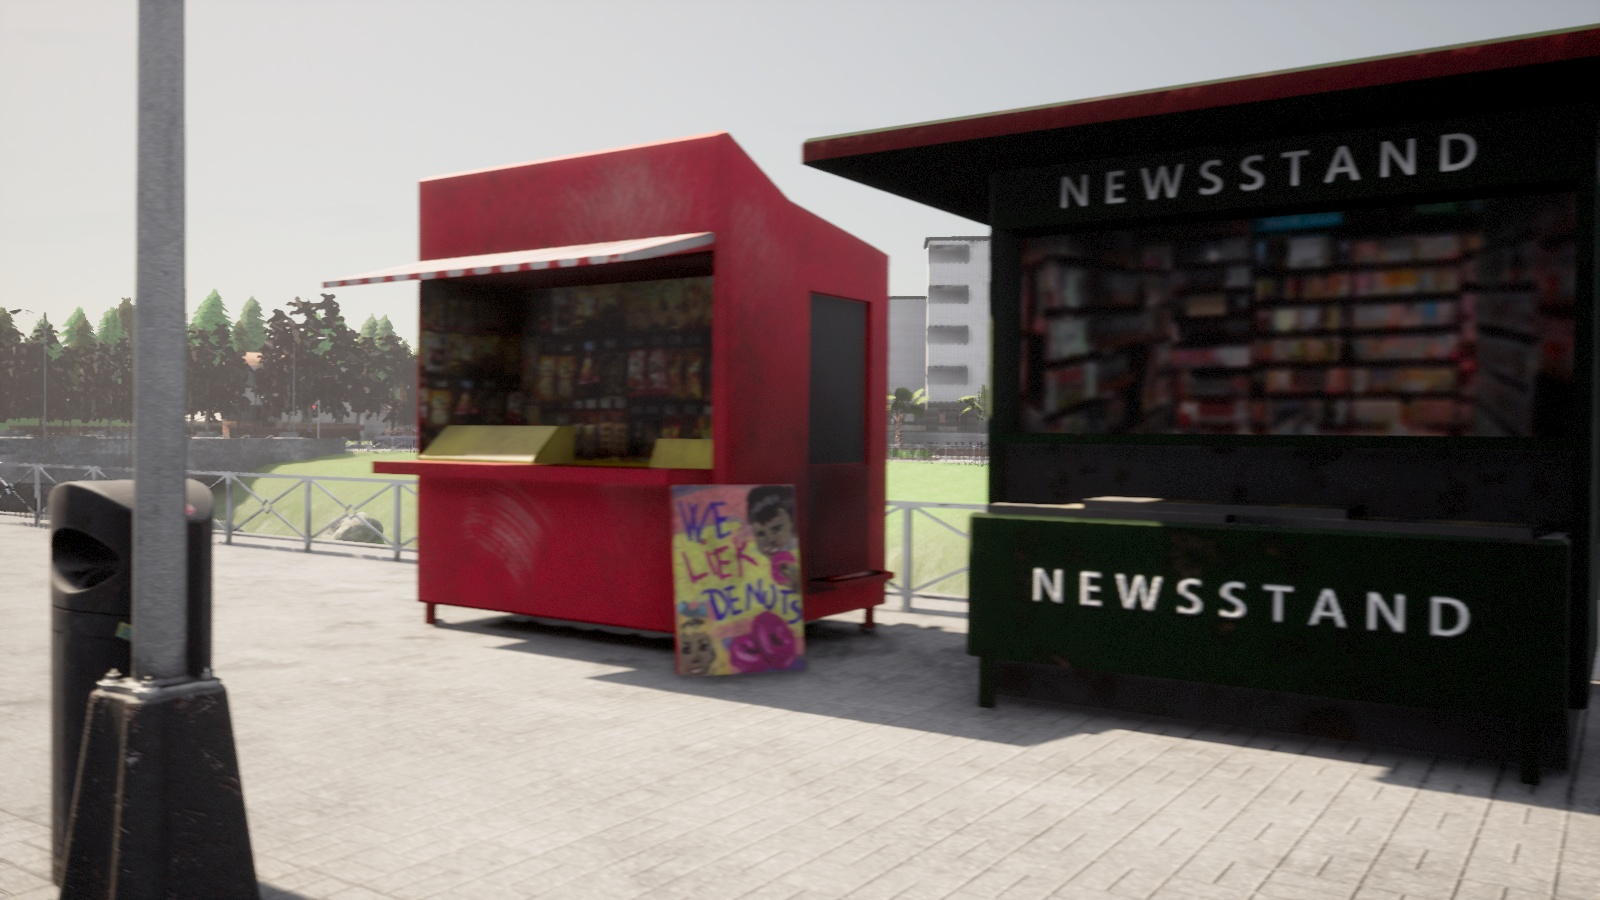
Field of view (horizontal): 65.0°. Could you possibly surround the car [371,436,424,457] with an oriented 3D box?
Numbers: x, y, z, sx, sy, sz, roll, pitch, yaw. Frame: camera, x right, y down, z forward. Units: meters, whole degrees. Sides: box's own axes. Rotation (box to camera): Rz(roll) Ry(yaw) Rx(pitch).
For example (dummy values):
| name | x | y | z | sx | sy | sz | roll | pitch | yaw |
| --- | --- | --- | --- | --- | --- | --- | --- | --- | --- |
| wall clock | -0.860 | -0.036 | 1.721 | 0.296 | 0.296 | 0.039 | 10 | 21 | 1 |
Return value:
| name | x | y | z | sx | sy | sz | roll | pitch | yaw |
| --- | --- | --- | --- | --- | --- | --- | --- | --- | --- |
| car | -29.519 | -0.244 | 92.080 | 3.633 | 1.501 | 1.845 | -1 | 1 | -19 |
